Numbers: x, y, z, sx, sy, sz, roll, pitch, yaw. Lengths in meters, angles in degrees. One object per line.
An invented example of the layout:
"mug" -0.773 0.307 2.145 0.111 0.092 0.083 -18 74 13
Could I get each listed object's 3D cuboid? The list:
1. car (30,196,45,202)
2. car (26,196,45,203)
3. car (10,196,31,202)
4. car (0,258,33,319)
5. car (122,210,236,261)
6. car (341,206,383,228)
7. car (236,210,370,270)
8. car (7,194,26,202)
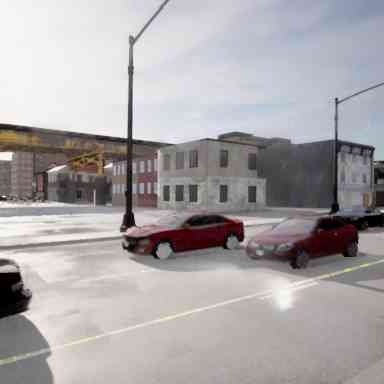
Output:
"car" -35.875 1.621 77.211 1.853 1.218 4.536 1 0 -6
"car" -35.870 1.778 77.158 2.038 1.542 4.974 1 0 -6
"car" -39.644 1.579 77.035 4.536 1.218 1.853 0 -1 24
"car" -5.180 1.545 4.504 5.357 1.411 2.033 0 0 -37
"car" -0.182 1.490 12.609 5.008 1.535 1.882 0 0 -37
"car" 10.105 1.538 20.236 4.181 1.385 1.994 0 0 -36
"car" 3.887 1.535 11.273 4.674 1.442 1.812 0 0 -37
"car" -39.598 1.737 77.013 4.974 1.542 2.038 0 -1 24
